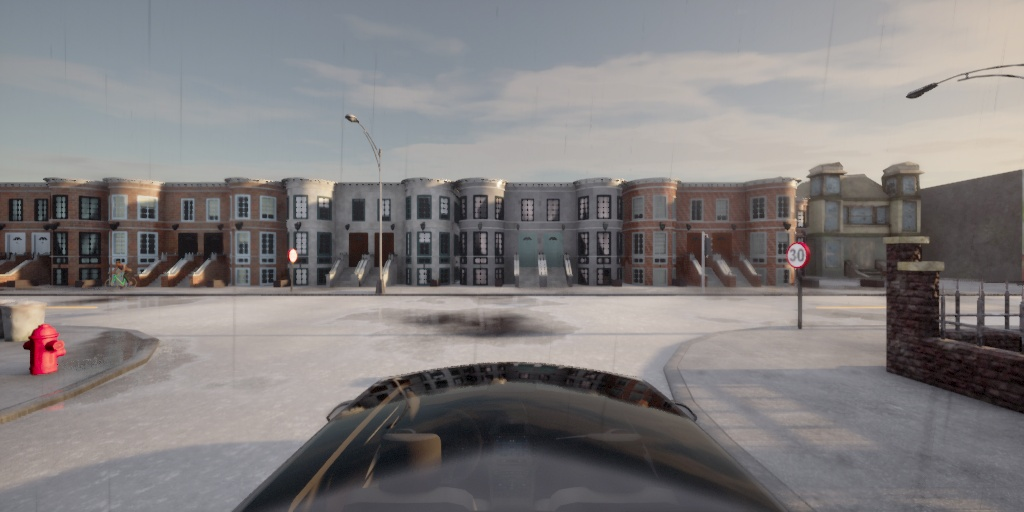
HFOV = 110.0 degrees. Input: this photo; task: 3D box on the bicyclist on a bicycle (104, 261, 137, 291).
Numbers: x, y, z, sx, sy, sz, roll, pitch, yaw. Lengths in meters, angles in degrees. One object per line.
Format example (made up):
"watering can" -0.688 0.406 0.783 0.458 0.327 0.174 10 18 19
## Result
"bicyclist on a bicycle" -21.801 1.098 20.000 0.582 1.620 1.656 0 0 0
